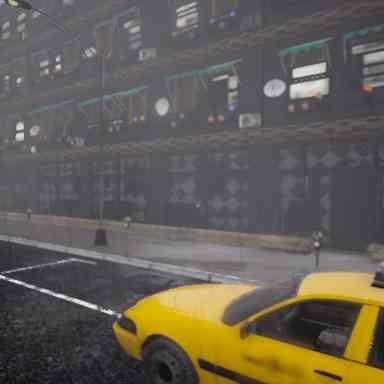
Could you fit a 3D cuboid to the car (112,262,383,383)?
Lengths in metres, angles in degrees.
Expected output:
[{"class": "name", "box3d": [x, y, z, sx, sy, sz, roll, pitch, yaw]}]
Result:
[{"class": "car", "box3d": [1.513, 1.465, 3.262, 5.366, 1.575, 1.801, 1, 0, 35]}]
